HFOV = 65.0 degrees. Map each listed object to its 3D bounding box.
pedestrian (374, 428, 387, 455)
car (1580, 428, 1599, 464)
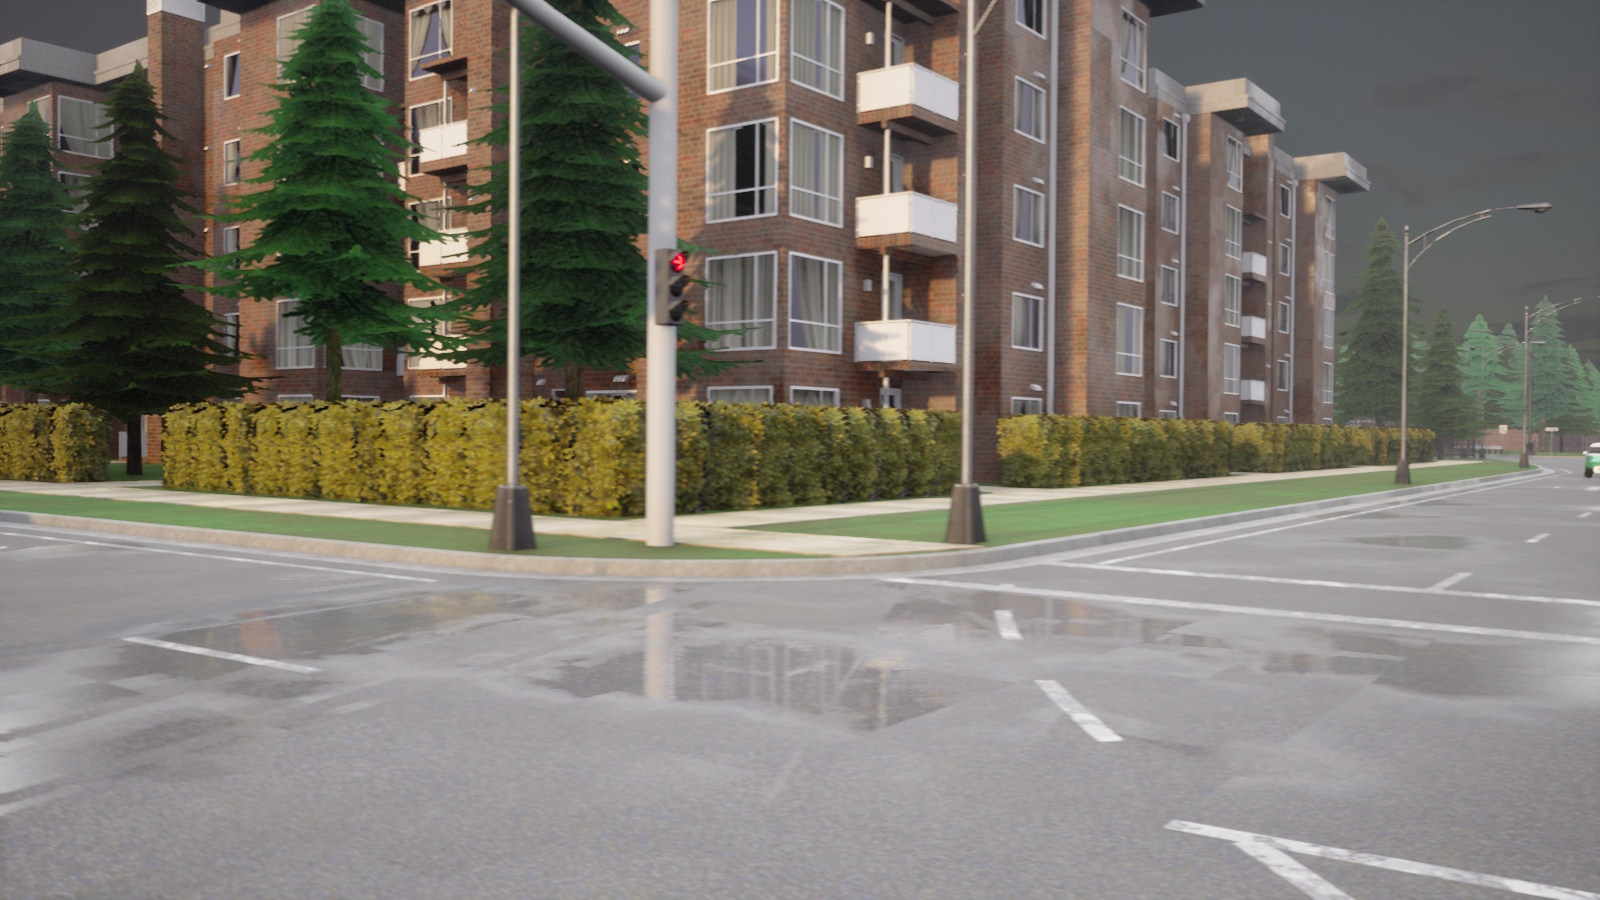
[{"bbox_3d":[-31.039,-0.630,92.853,0.423,1.949,0.788,0,1,40],"label":"pedestrian"},{"bbox_3d":[31.573,-0.176,49.241,1.481,1.376,2.207,0,1,37],"label":"car"}]
